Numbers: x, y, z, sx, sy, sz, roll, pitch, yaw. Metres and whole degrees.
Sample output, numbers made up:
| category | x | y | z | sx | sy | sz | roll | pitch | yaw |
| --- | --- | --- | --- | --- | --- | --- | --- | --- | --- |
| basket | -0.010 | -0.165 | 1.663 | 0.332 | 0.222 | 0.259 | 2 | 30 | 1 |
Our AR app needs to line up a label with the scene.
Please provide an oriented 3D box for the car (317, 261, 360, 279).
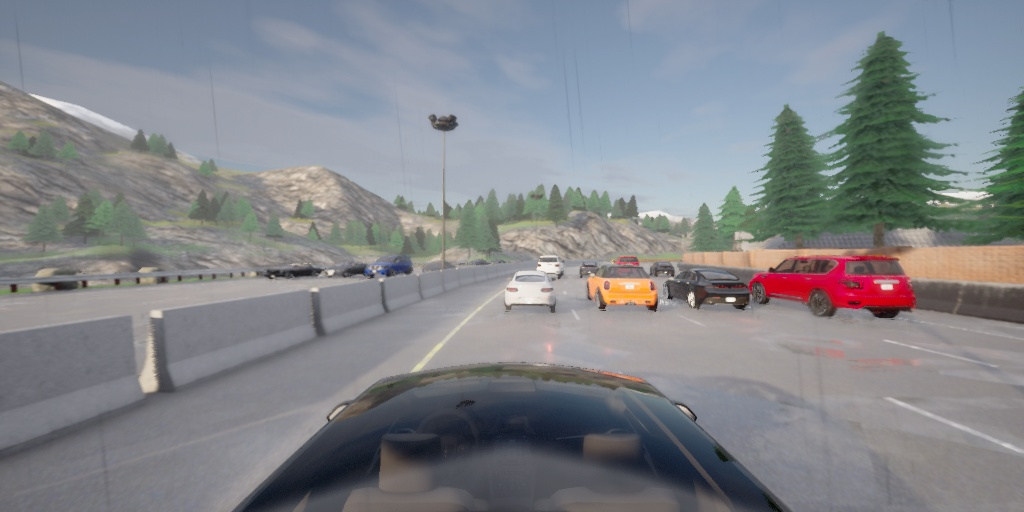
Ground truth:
| category | x | y | z | sx | sy | sz | roll | pitch | yaw |
| --- | --- | --- | --- | --- | --- | --- | --- | --- | --- |
| car | -14.605 | 1.204 | 32.148 | 2.128 | 1.511 | 4.902 | 0 | 0 | 11 |

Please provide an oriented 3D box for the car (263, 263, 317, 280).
| category | x | y | z | sx | sy | sz | roll | pitch | yaw |
| --- | --- | --- | --- | --- | --- | --- | --- | --- | --- |
| car | -18.495 | 1.303 | 30.454 | 1.895 | 1.301 | 4.718 | 0 | 0 | 10 |

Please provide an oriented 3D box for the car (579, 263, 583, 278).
| category | x | y | z | sx | sy | sz | roll | pitch | yaw |
| --- | --- | --- | --- | --- | --- | --- | --- | --- | --- |
| car | 7.561 | 1.263 | 34.766 | 2.128 | 1.511 | 4.902 | 0 | 0 | 13 |

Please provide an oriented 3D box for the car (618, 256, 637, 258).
| category | x | y | z | sx | sy | sz | roll | pitch | yaw |
| --- | --- | --- | --- | --- | --- | --- | --- | --- | --- |
| car | 11.155 | 1.003 | 34.900 | 2.150 | 2.045 | 5.566 | 0 | 0 | 13 |

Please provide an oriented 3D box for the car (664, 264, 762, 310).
| category | x | y | z | sx | sy | sz | roll | pitch | yaw |
| --- | --- | --- | --- | --- | --- | --- | --- | --- | --- |
| car | 7.854 | 1.277 | 14.914 | 1.837 | 1.490 | 4.892 | 0 | 0 | 5 |

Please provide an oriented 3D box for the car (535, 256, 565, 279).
| category | x | y | z | sx | sy | sz | roll | pitch | yaw |
| --- | --- | --- | --- | --- | --- | --- | --- | --- | --- |
| car | 3.685 | 0.983 | 33.621 | 2.150 | 2.045 | 5.566 | 0 | 0 | 12 |

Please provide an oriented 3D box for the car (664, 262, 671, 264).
| category | x | y | z | sx | sy | sz | roll | pitch | yaw |
| --- | --- | --- | --- | --- | --- | --- | --- | --- | --- |
| car | 15.094 | 1.297 | 36.175 | 1.837 | 1.490 | 4.892 | 0 | 0 | 14 |

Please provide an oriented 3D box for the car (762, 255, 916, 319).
| category | x | y | z | sx | sy | sz | roll | pitch | yaw |
| --- | --- | --- | --- | --- | --- | --- | --- | --- | --- |
| car | 11.174 | 1.002 | 13.144 | 2.150 | 2.045 | 5.566 | 0 | 0 | 5 |

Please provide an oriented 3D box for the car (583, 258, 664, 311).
| category | x | y | z | sx | sy | sz | roll | pitch | yaw |
| --- | --- | --- | --- | --- | --- | --- | --- | --- | --- |
| car | 4.342 | 1.114 | 14.766 | 2.097 | 1.767 | 4.553 | 0 | 0 | 5 |

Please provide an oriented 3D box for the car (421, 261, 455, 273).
| category | x | y | z | sx | sy | sz | roll | pitch | yaw |
| --- | --- | --- | --- | --- | --- | --- | --- | --- | --- |
| car | -7.022 | 1.238 | 34.484 | 1.837 | 1.490 | 4.892 | 0 | 0 | 12 |

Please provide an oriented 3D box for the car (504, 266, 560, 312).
| category | x | y | z | sx | sy | sz | roll | pitch | yaw |
| --- | --- | --- | --- | --- | --- | --- | --- | --- | --- |
| car | 0.764 | 1.278 | 14.176 | 1.812 | 1.442 | 4.674 | 0 | 0 | 5 |

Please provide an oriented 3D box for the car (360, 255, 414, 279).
| category | x | y | z | sx | sy | sz | roll | pitch | yaw |
| --- | --- | --- | --- | --- | --- | --- | --- | --- | --- |
| car | -10.979 | 0.945 | 32.656 | 2.150 | 2.045 | 5.566 | 0 | 0 | 11 |
